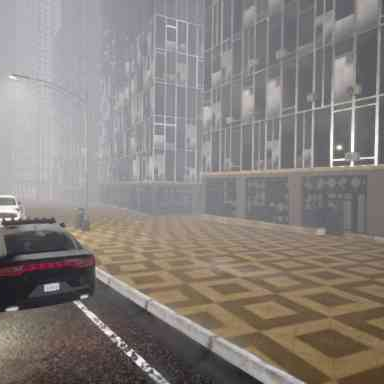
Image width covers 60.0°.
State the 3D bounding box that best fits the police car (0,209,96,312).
[{"bbox_3d":[-3.843,1.422,7.822,1.930,1.638,5.238,0,0,-34],"label":"police car"}]

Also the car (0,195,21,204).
[{"bbox_3d":[-12.098,1.215,20.969,2.150,2.045,5.566,0,0,-30],"label":"car"}]

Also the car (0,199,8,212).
[{"bbox_3d":[-22.663,1.575,38.831,1.895,1.301,4.718,0,0,-27],"label":"car"}]

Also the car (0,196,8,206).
[{"bbox_3d":[-30.879,1.428,53.738,1.882,1.535,5.008,0,0,-31],"label":"car"}]

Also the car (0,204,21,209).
[{"bbox_3d":[-9.075,1.519,15.923,1.812,1.442,4.674,0,0,-32],"label":"car"}]
